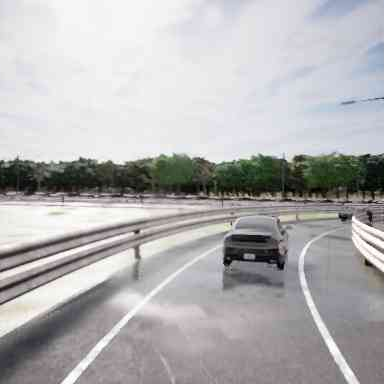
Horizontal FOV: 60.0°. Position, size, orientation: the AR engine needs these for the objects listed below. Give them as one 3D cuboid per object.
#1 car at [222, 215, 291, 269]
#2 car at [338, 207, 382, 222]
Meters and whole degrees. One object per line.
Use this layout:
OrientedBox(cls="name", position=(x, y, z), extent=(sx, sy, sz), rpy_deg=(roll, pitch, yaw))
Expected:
OrientedBox(cls="car", position=(2.335, 1.564, 11.528), extent=(1.837, 1.490, 4.892), rpy_deg=(0, -1, 18))
OrientedBox(cls="car", position=(14.947, 1.999, 29.381), extent=(4.718, 1.301, 1.895), rpy_deg=(1, 0, -39))
